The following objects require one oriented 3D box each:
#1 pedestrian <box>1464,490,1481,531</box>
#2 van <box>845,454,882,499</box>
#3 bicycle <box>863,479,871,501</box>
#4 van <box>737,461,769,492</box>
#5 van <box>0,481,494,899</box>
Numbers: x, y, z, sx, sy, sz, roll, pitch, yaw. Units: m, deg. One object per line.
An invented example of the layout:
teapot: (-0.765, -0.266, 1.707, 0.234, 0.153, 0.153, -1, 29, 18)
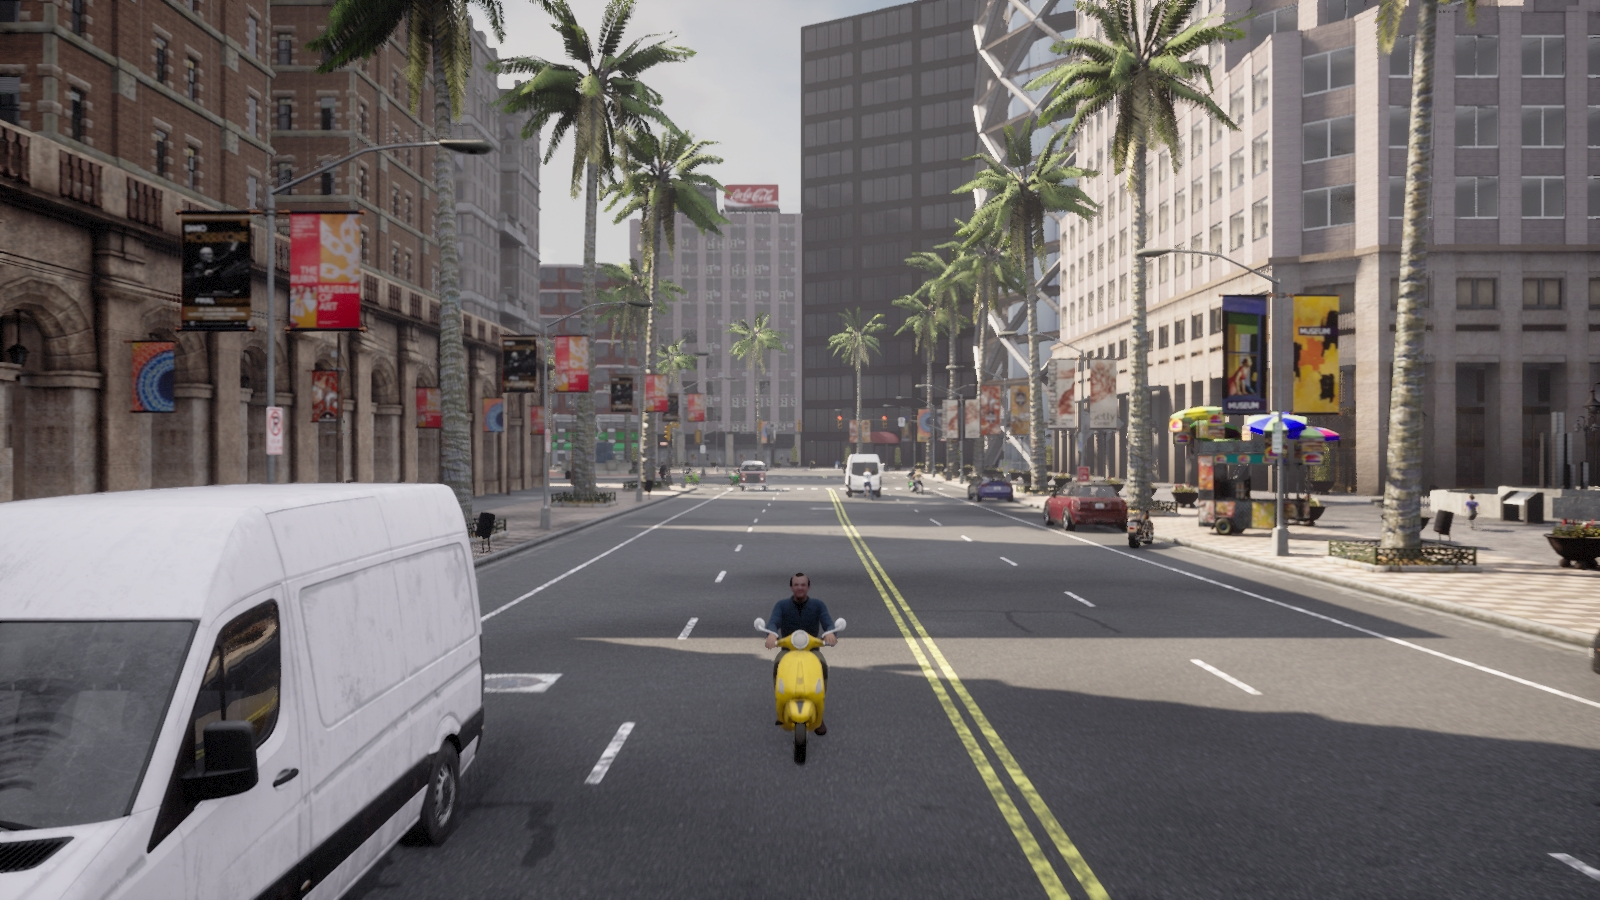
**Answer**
pedestrian: (22.075, 1.984, 37.522, 0.375, 1.300, 0.375, 0, 0, 8)
van: (3.785, 1.522, 69.086, 1.988, 2.561, 5.915, 0, 0, 1)
bicycle: (3.720, 2.194, 63.263, 0.373, 1.196, 1.643, 0, 0, 1)
van: (-3.172, 1.770, 77.659, 2.069, 2.038, 4.480, 0, 0, -1)
van: (-3.504, 1.533, 6.428, 1.988, 2.561, 5.915, 0, 0, 0)
